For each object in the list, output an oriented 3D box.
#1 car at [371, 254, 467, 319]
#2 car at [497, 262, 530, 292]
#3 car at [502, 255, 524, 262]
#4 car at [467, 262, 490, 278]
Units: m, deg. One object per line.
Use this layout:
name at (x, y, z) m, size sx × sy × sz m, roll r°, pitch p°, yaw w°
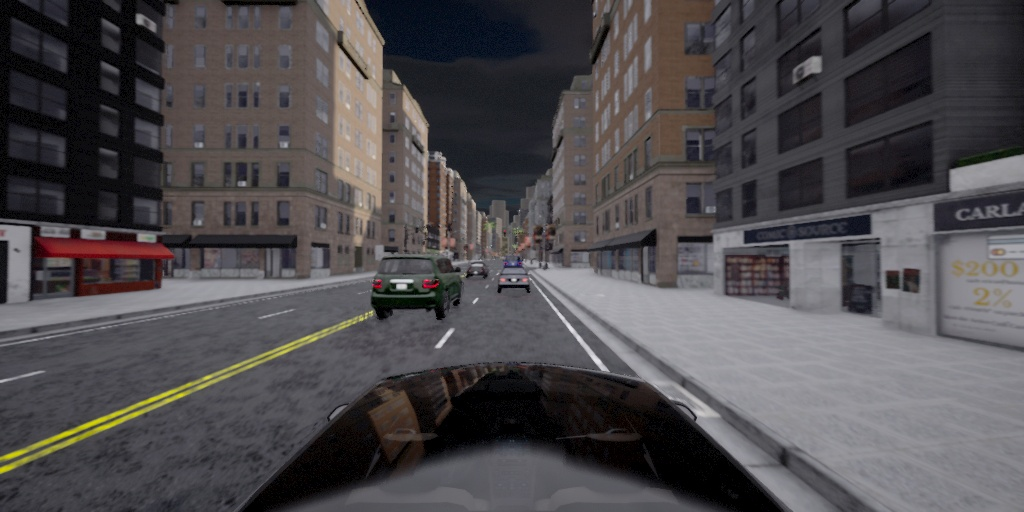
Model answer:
car at (-3.150, 0.974, 12.919) m, size 2.150 × 2.045 × 5.566 m, roll 0°, pitch 0°, yaw 0°
car at (0.101, 1.301, 21.146) m, size 2.033 × 1.411 × 5.357 m, roll 0°, pitch 0°, yaw 0°
car at (0.100, 0.970, 39.678) m, size 2.150 × 2.045 × 5.566 m, roll 0°, pitch 0°, yaw 0°
car at (-3.152, 1.278, 33.356) m, size 1.812 × 1.442 × 4.674 m, roll 0°, pitch 0°, yaw 0°
